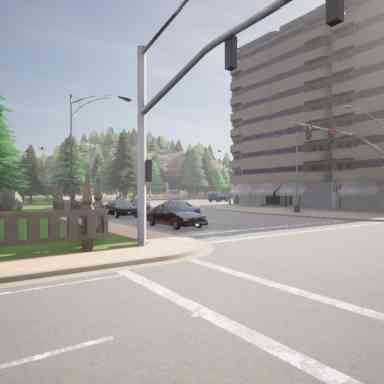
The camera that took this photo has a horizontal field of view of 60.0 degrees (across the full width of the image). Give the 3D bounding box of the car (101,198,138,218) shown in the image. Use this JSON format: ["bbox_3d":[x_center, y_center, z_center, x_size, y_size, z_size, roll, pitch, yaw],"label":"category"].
[{"bbox_3d":[-6.291,1.422,29.448,1.882,1.535,5.008,0,0,-28],"label":"car"}]

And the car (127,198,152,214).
[{"bbox_3d":[-5.827,1.449,36.492,1.837,1.490,4.892,0,0,-20],"label":"car"}]

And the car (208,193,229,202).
[{"bbox_3d":[5.673,1.170,71.184,2.150,2.045,5.566,0,0,40],"label":"car"}]

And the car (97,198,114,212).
[{"bbox_3d":[-10.085,1.470,38.588,1.812,1.442,4.674,0,0,-15],"label":"car"}]

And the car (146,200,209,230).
[{"bbox_3d":[-1.197,1.492,21.118,2.033,1.411,5.357,0,0,-34],"label":"car"}]
